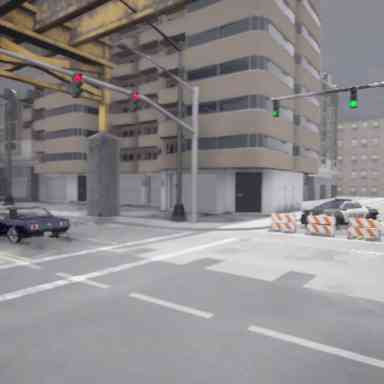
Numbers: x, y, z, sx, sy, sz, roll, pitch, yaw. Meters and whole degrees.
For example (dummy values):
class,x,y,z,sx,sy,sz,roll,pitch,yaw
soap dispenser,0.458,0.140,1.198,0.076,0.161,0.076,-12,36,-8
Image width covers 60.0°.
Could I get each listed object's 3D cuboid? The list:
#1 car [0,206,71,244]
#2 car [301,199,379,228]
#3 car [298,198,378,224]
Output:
class,x,y,z,sx,sy,sz,roll,pitch,yaw
car,-7.273,1.250,13.860,4.718,1.301,1.895,1,1,34
car,8.357,1.172,19.039,4.974,1.542,2.038,0,1,-29
car,8.404,1.015,19.062,4.536,1.218,1.853,0,1,-29
